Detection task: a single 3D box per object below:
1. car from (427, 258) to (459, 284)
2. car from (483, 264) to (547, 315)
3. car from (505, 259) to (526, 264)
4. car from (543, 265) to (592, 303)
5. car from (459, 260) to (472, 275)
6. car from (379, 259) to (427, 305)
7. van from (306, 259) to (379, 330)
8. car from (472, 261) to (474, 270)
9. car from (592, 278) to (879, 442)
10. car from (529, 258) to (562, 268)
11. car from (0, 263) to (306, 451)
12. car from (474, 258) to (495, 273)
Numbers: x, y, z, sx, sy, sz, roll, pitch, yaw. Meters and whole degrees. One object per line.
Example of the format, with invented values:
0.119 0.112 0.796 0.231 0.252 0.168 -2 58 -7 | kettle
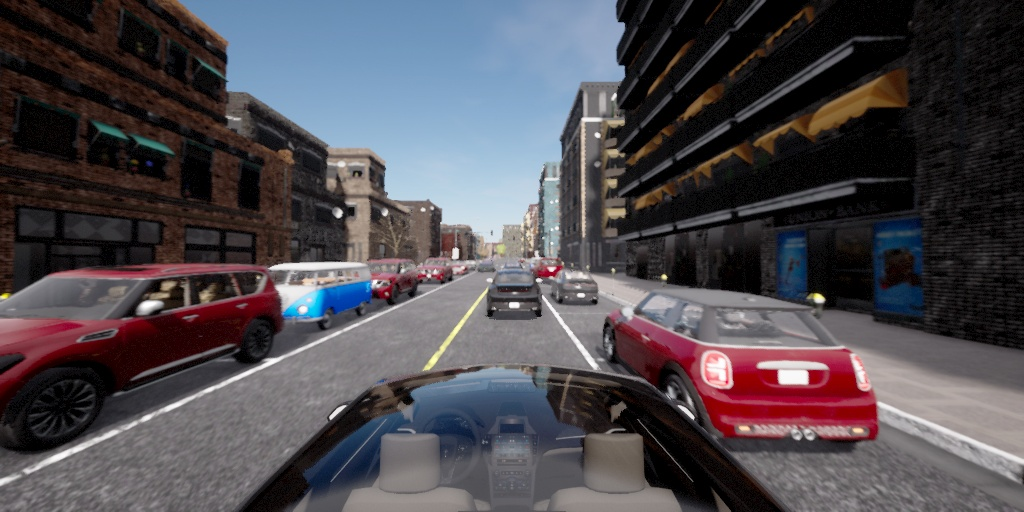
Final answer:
-5.684 1.049 27.029 2.192 1.841 5.009 0 0 0 | car
0.084 1.250 13.430 1.837 1.490 4.892 0 0 0 | car
0.090 1.224 29.464 2.128 1.511 4.902 0 0 0 | car
2.695 1.292 16.205 2.007 1.370 4.403 0 0 0 | car
-5.681 1.167 37.844 1.967 1.591 4.097 0 0 0 | car
-5.686 1.056 16.214 2.192 1.841 5.009 0 0 0 | car
-5.687 1.086 10.807 1.690 1.789 3.998 0 0 0 | van
-5.680 1.270 48.658 2.007 1.370 4.403 0 0 0 | car
2.693 1.188 5.392 1.967 1.591 4.097 0 0 0 | car
2.697 1.049 27.020 2.192 1.841 5.009 0 0 0 | car
-5.688 1.063 5.400 2.192 1.841 5.009 0 0 0 | car
-3.077 1.287 43.273 1.994 1.385 4.181 0 0 0 | car
